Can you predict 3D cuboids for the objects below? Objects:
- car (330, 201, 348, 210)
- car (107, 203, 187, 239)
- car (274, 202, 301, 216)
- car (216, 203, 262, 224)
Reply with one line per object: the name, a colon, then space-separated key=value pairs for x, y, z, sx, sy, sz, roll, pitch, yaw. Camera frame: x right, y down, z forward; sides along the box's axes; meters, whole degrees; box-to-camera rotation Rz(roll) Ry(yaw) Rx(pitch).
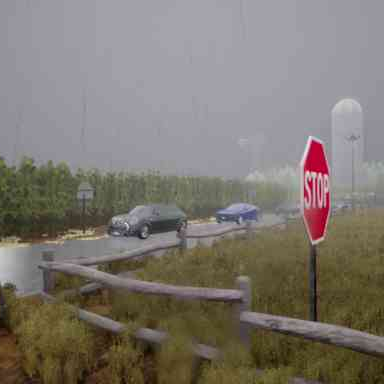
car: x=16.079 y=1.718 z=37.317 sx=2.033 sy=1.411 sz=5.357 roll=-1 pitch=0 yaw=35
car: x=-2.242 y=1.394 z=17.492 sx=2.097 sy=1.767 sz=4.553 roll=-1 pitch=-1 yaw=36
car: x=10.164 y=1.748 z=34.703 sx=1.994 sy=1.385 sz=4.181 roll=-1 pitch=-1 yaw=36
car: x=3.714 y=1.604 z=25.770 sx=1.882 sy=1.535 sz=5.008 roll=-1 pitch=-1 yaw=36
